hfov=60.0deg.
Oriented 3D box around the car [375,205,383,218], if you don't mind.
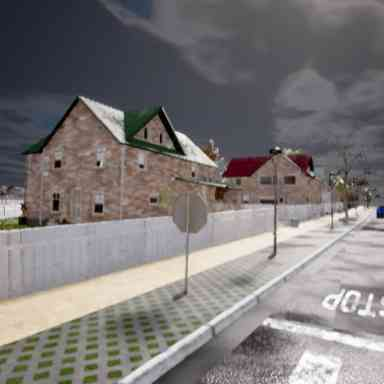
[{"bbox_3d":[23.139,2.308,39.775,1.882,1.535,5.008,0,-1,30],"label":"car"}]
